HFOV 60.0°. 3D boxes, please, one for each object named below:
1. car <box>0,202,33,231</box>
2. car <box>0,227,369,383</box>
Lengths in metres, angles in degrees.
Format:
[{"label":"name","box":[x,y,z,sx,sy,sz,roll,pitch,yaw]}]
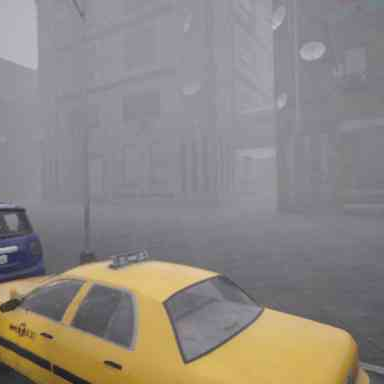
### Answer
[{"label":"car","box":[-5.428,1.230,7.016,5.566,2.045,2.435,0,0,34]},{"label":"car","box":[-0.948,1.478,3.983,5.366,1.575,1.946,0,0,35]}]
